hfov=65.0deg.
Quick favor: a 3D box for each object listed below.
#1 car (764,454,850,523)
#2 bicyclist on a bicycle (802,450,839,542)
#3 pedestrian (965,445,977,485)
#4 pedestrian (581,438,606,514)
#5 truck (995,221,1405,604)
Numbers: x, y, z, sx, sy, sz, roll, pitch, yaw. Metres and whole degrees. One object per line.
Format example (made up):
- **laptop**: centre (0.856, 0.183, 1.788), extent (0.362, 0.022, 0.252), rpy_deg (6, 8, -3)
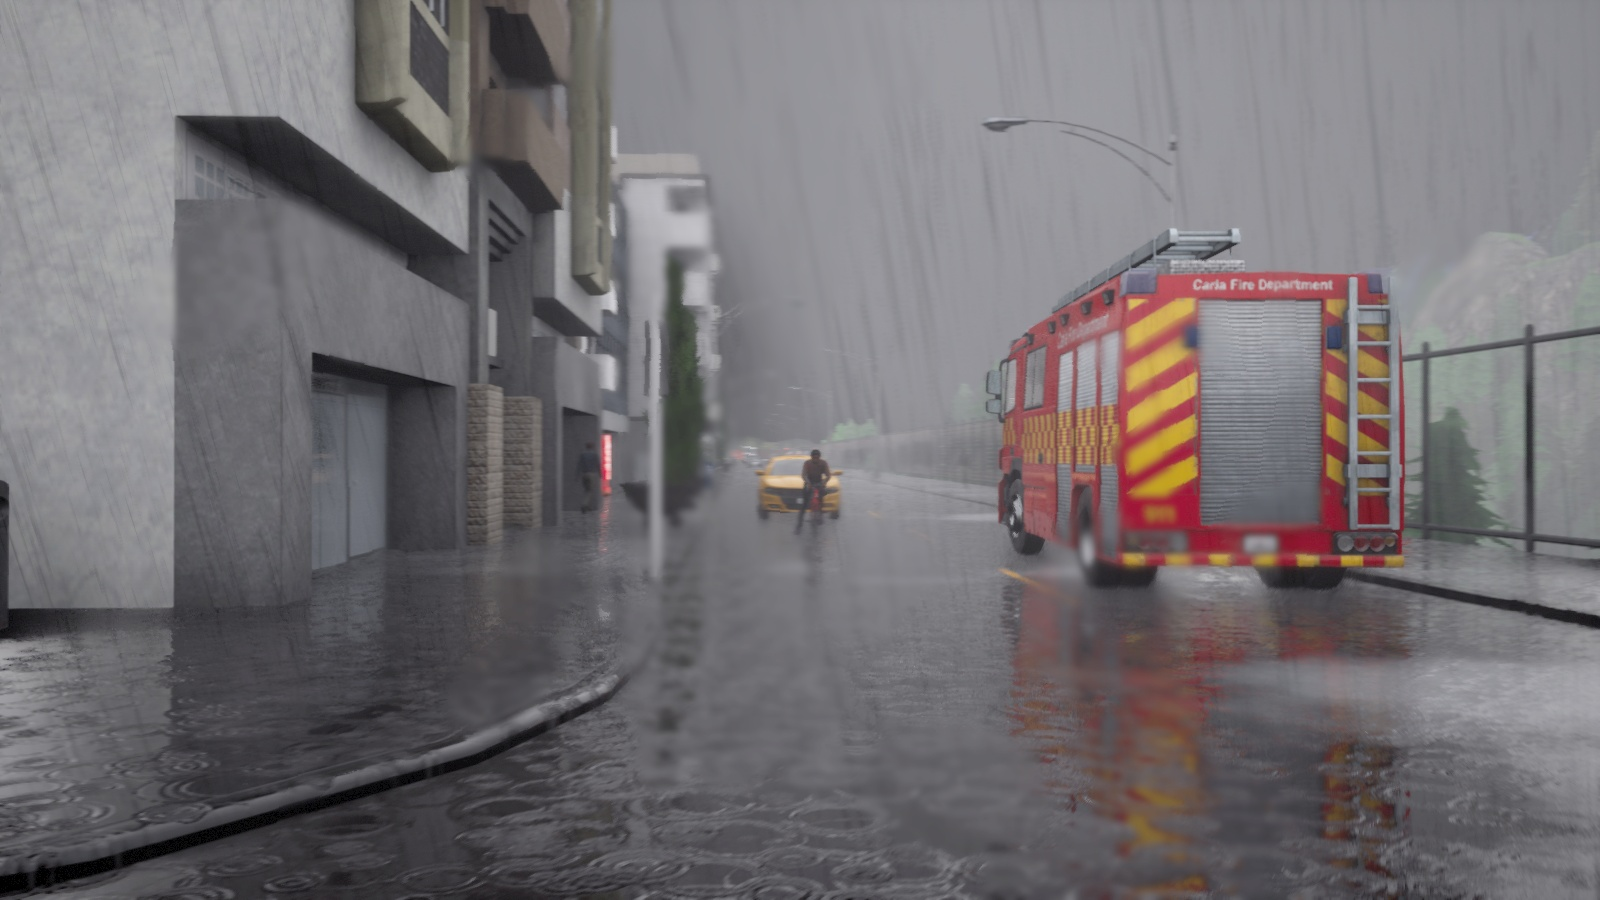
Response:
- **car**: centre (0.082, 0.872, 30.584), extent (1.882, 1.535, 5.008), rpy_deg (0, 0, -2)
- **bicyclist on a bicycle**: centre (0.371, 0.810, 23.043), extent (0.582, 1.620, 1.656), rpy_deg (0, 0, -2)
- **pedestrian**: centre (7.977, 0.706, 58.673), extent (0.431, 1.840, 0.703), rpy_deg (0, 0, 0)
- **pedestrian**: centre (-5.005, 0.626, 30.429), extent (0.370, 1.835, 0.726), rpy_deg (0, 0, 10)
- **truck**: centre (4.664, -0.357, 16.826), extent (2.891, 3.827, 8.468), rpy_deg (0, 0, 1)
